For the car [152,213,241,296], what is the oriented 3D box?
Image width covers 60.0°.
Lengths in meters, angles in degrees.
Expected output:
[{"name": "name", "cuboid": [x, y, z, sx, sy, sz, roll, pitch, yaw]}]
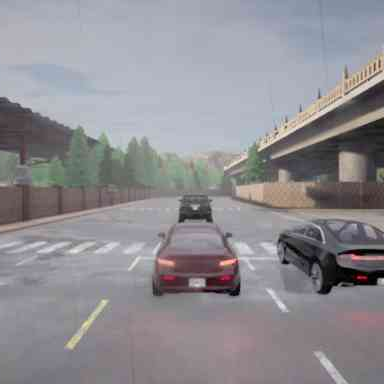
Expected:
[{"name": "car", "cuboid": [0.092, 1.479, 8.376, 1.812, 1.442, 4.674, 0, 0, 0]}]

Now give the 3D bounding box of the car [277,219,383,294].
[{"name": "car", "cuboid": [3.594, 1.444, 8.609, 2.128, 1.511, 4.902, 0, 0, 0]}]

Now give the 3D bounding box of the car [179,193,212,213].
[{"name": "car", "cuboid": [0.262, 1.095, 23.569, 2.150, 2.045, 5.566, 0, 1, 1]}]
